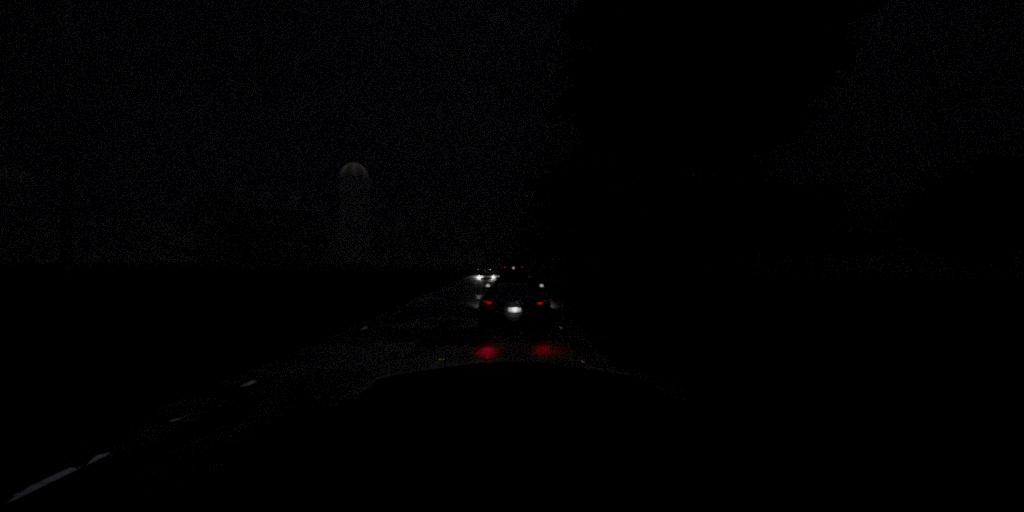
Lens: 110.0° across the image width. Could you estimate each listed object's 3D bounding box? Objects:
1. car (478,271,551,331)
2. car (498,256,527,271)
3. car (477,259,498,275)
[{"bbox_3d":[0.086,1.338,11.114,1.994,1.385,4.181,0,0,0],"label":"car"},{"bbox_3d":[0.121,1.064,31.491,2.150,2.045,5.566,0,0,0],"label":"car"},{"bbox_3d":[-2.820,1.379,40.439,1.837,1.490,4.892,0,0,0],"label":"car"}]
